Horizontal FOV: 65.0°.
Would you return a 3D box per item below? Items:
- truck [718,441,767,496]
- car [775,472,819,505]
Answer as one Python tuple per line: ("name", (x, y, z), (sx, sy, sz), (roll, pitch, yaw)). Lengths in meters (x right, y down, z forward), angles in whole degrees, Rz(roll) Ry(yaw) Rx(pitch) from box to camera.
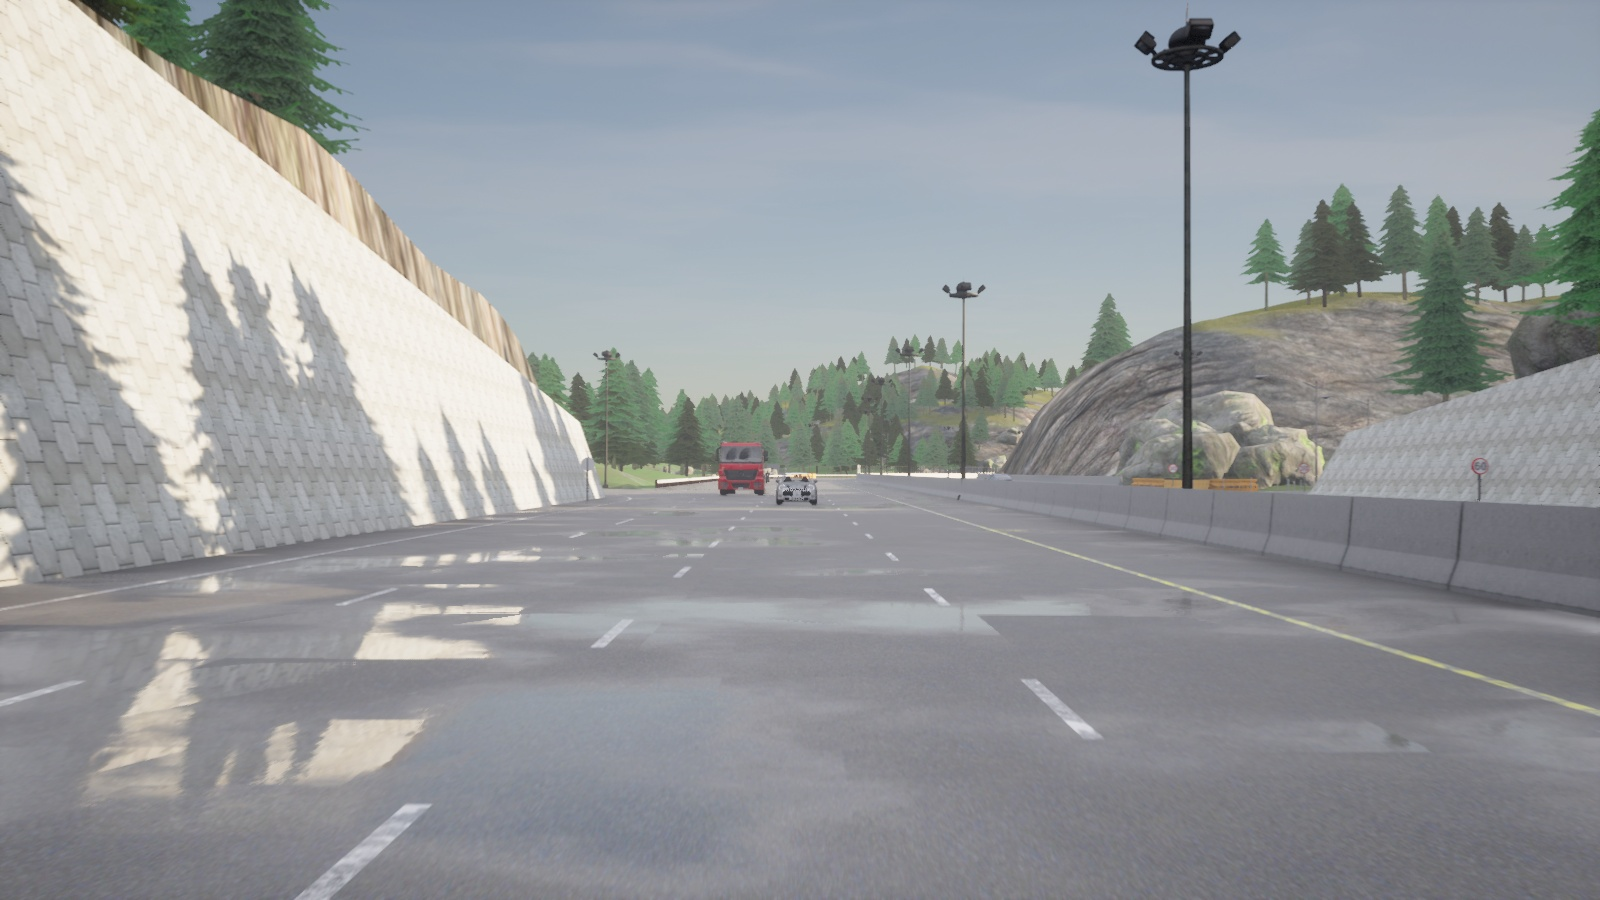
("truck", (-3.704, 1.229, 82.531), (2.891, 3.462, 7.936), (0, -1, 0))
("car", (-0.141, 1.752, 58.019), (1.970, 1.475, 3.806), (0, -1, 0))
